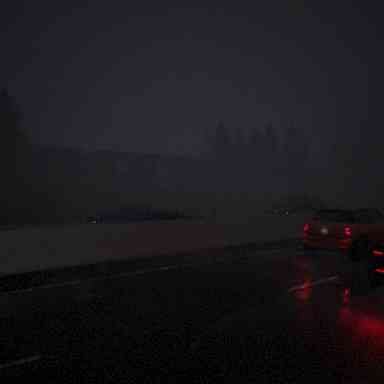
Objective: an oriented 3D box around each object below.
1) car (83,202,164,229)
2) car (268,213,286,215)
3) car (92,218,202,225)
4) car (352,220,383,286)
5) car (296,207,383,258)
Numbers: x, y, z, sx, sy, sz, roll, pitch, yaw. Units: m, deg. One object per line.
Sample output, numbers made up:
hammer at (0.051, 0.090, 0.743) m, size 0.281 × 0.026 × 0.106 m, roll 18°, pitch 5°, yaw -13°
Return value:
car at (-4.500, 1.468, 22.279) m, size 5.008 × 1.535 × 1.882 m, roll 0°, pitch 0°, yaw -36°
car at (8.691, 1.193, 27.433) m, size 5.566 × 2.045 × 2.150 m, roll 0°, pitch 0°, yaw -37°
car at (-1.833, 1.540, 15.582) m, size 5.357 × 1.411 × 2.033 m, roll 0°, pitch 0°, yaw -36°
car at (6.191, 1.495, 8.168) m, size 4.892 × 1.490 × 1.837 m, roll 0°, pitch 0°, yaw -36°
car at (6.206, 1.339, 12.490) m, size 4.553 × 1.767 × 2.097 m, roll 0°, pitch 0°, yaw -36°
